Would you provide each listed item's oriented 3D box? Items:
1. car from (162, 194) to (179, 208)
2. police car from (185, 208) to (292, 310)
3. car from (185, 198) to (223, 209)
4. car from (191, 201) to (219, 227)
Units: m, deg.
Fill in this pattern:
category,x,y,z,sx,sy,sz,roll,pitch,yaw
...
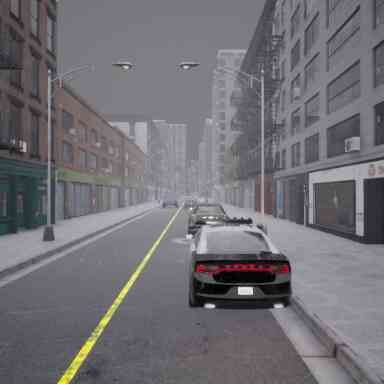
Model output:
category,x,y,z,sx,sy,sz,roll,pitch,yaw
car,-3.156,1.292,48.885,2.150,2.045,5.566,0,0,0
police car,0.876,1.429,8.081,1.930,1.638,5.238,0,0,0
car,0.843,1.363,17.942,2.097,1.767,4.553,0,0,0
car,0.824,1.476,24.162,1.801,1.575,5.366,0,0,0
